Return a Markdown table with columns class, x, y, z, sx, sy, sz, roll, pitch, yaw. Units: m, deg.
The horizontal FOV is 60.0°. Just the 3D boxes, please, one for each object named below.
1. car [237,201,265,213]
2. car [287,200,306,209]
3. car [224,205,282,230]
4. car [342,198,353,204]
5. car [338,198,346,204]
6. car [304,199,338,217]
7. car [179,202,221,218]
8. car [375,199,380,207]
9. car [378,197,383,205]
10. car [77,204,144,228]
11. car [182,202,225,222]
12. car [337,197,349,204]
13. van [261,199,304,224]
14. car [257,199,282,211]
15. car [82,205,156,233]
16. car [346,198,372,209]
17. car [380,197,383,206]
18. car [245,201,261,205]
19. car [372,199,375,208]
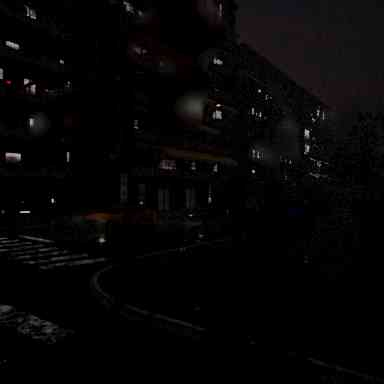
| class | x | y | z | sx | sy | sz | roll | pitch | yaw |
| --- | --- | --- | --- | --- | --- | --- | --- | --- | --- |
| car | 7.444 | 1.840 | 41.528 | 1.802 | 1.307 | 4.206 | 1 | 0 | 36 |
| car | 17.301 | 1.974 | 54.885 | 1.802 | 1.307 | 4.206 | 1 | 0 | 36 |
| car | 4.324 | 1.827 | 23.189 | 1.947 | 1.339 | 4.313 | 1 | 0 | 36 |
| car | 40.200 | 2.220 | 85.912 | 1.752 | 1.417 | 4.829 | 1 | 0 | 36 |
| car | 33.729 | 2.176 | 77.145 | 1.947 | 1.339 | 4.313 | 1 | 0 | 36 |
| car | 14.183 | 1.837 | 36.546 | 1.967 | 1.590 | 4.097 | 1 | 0 | 36 |
| car | 0.873 | 1.712 | 32.623 | 1.887 | 1.381 | 4.507 | 1 | 0 | 36 |
| car | 33.896 | 2.104 | 63.259 | 1.967 | 1.590 | 4.097 | 1 | 0 | 36 |
| car | 47.041 | 2.150 | 81.068 | 2.192 | 1.841 | 5.009 | 1 | 0 | 36 |
| car | -5.699 | 1.626 | 23.719 | 2.008 | 1.369 | 4.403 | 1 | 0 | 36 |
| car | 1.339 | 1.693 | 28.887 | 1.837 | 1.490 | 4.892 | 1 | 0 | 36 |
| car | 37.016 | 2.093 | 81.598 | 1.967 | 1.590 | 4.097 | 1 | 0 | 36 |
| van | 7.612 | 1.647 | 27.641 | 1.690 | 1.788 | 3.998 | 1 | 0 | 36 |
| car | 10.731 | 1.743 | 45.980 | 1.967 | 1.590 | 4.097 | 1 | 0 | 36 |
| car | -4.412 | 1.585 | 21.107 | 1.882 | 1.535 | 5.008 | 1 | 0 | 37 |
| car | 27.327 | 1.891 | 54.355 | 2.192 | 1.841 | 5.009 | 1 | 0 | 36 |
| car | 37.181 | 2.251 | 67.710 | 1.887 | 1.381 | 4.507 | 1 | 0 | 36 |
| car | 7.467 | 1.750 | 37.179 | 1.882 | 1.535 | 5.008 | 1 | 0 | 37 |
| car | 30.609 | 2.202 | 58.806 | 1.802 | 1.307 | 4.206 | 1 | 0 | 36 |
